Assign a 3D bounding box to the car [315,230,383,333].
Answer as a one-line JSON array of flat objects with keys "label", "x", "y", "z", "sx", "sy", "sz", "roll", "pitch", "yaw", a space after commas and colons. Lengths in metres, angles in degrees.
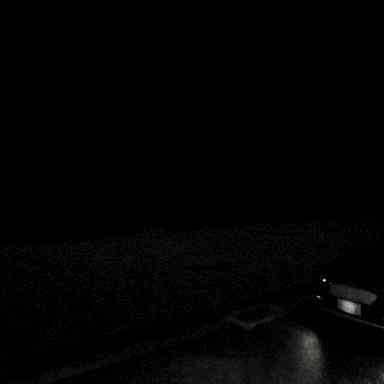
[{"label": "car", "x": 4.392, "y": 1.491, "z": 6.501, "sx": 4.902, "sy": 1.511, "sz": 2.128, "roll": 0, "pitch": 0, "yaw": -35}]
